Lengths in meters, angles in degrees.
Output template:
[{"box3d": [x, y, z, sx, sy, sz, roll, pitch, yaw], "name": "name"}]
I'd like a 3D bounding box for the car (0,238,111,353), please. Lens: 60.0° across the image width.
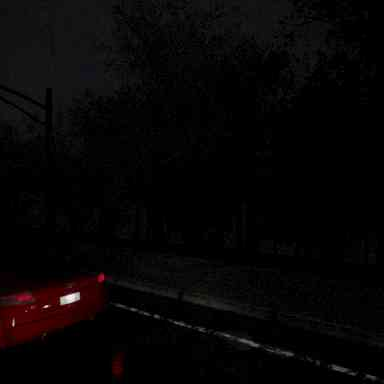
[{"box3d": [-3.458, 1.565, 6.144, 4.181, 1.385, 1.994, 0, 0, 35], "name": "car"}]
